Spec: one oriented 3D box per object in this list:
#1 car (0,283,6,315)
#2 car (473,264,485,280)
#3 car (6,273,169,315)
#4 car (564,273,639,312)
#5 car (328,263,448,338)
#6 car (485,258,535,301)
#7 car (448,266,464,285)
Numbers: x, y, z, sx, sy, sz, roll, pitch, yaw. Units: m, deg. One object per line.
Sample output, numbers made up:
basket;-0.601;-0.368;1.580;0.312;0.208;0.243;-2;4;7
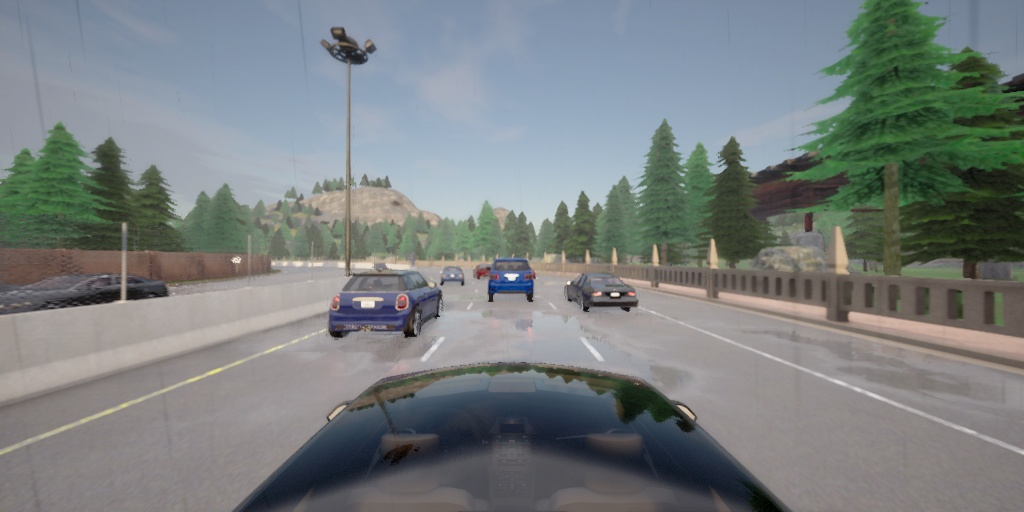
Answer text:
car;-10.621;1.127;4.473;2.097;1.767;4.553;0;-1;0
car;-2.870;1.546;36.688;1.882;1.535;5.008;0;-1;-13
car;-14.146;1.333;11.766;2.128;1.511;4.902;0;0;-1
car;3.507;1.419;15.012;2.033;1.411;5.357;0;-1;-2
car;-3.419;1.183;10.583;2.097;1.767;4.553;0;-1;0
car;-0.169;1.125;18.558;2.150;2.045;5.566;0;-1;-3
car;-4.839;1.547;29.073;2.033;1.411;5.357;0;-1;-9
